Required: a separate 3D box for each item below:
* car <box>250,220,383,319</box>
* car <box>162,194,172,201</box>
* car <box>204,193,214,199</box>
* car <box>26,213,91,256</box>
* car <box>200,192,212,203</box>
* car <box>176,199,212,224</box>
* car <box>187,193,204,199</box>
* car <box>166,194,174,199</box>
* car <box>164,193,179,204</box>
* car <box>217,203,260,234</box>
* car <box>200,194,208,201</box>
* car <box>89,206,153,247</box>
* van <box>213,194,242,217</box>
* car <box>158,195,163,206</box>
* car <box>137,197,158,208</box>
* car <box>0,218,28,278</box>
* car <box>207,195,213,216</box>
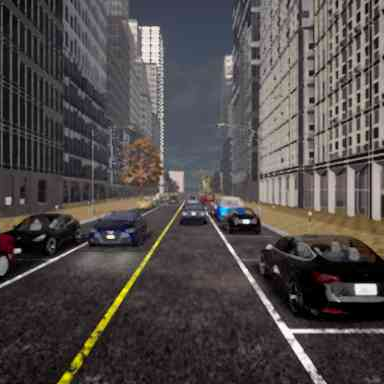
[{"bbox_3d":[2.693,1.539,7.234,1.947,1.339,4.313,0,0,0],"label":"car"},{"bbox_3d":[-5.684,1.230,75.553,1.947,1.339,4.313,0,0,0],"label":"car"},{"bbox_3d":[2.697,1.091,52.770,2.192,1.841,5.009,0,0,0],"label":"car"},{"bbox_3d":[-5.687,1.518,12.935,1.947,1.339,4.313,0,0,0],"label":"car"},{"bbox_3d":[2.697,1.036,64.155,2.192,1.841,5.009,0,0,0],"label":"car"},{"bbox_3d":[0.102,1.454,24.032,2.033,1.411,5.357,0,0,0],"label":"car"},{"bbox_3d":[0.102,1.261,41.397,2.033,1.649,4.856,0,1,0],"label":"car"},{"bbox_3d":[-5.683,1.186,86.936,1.802,1.307,4.206,0,0,0],"label":"car"},{"bbox_3d":[-3.062,1.268,55.493,1.837,1.490,4.892,0,0,0],"label":"car"},{"bbox_3d":[2.694,1.494,18.618,1.947,1.339,4.313,0,0,0],"label":"car"},{"bbox_3d":[2.697,1.188,75.709,1.752,1.417,4.829,0,0,0],"label":"car"},{"bbox_3d":[-3.099,1.509,14.638,1.994,1.385,4.181,0,0,0],"label":"car"},{"bbox_3d":[2.695,1.246,24.311,1.690,1.788,3.998,0,0,0],"label":"van"},{"bbox_3d":[-5.685,1.355,47.091,2.008,1.369,4.403,0,0,0],"label":"car"},{"bbox_3d":[-5.686,1.357,41.228,1.752,1.417,4.829,0,0,0],"label":"car"},{"bbox_3d":[-5.687,1.518,7.242,1.887,1.381,4.507,0,0,0],"label":"car"},{"bbox_3d":[2.695,1.321,30.003,1.967,1.590,4.097,0,0,0],"label":"car"}]
